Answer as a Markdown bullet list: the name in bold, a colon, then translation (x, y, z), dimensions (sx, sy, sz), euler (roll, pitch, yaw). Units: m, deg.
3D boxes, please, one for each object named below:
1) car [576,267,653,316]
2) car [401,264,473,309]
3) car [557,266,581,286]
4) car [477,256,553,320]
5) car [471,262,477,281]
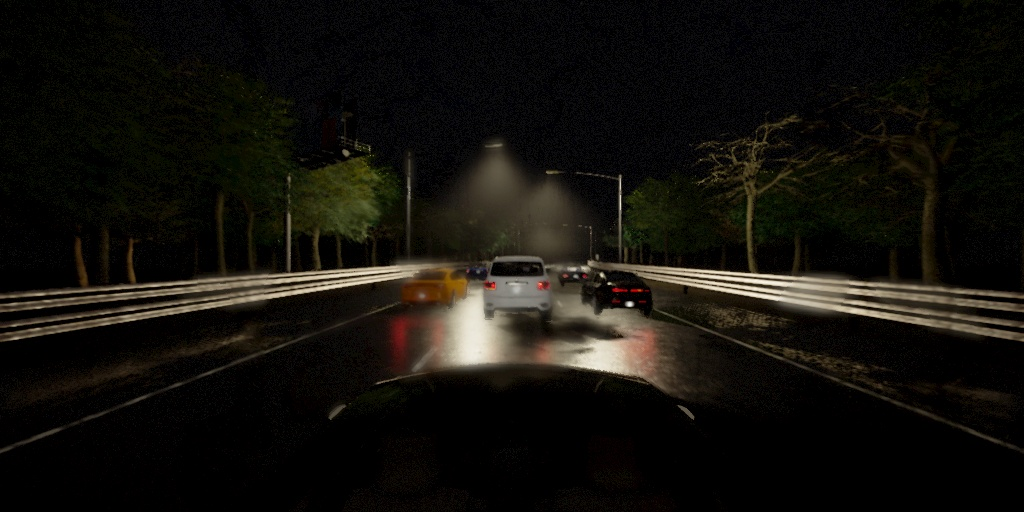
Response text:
- **car**: translation (3.799, 1.308, 13.658), dimensions (1.837, 1.490, 4.892), euler (0, -1, 3)
- **car**: translation (-3.124, 1.289, 15.401), dimensions (1.882, 1.535, 5.008), euler (0, 0, 3)
- **car**: translation (4.445, 1.417, 26.602), dimensions (2.033, 1.411, 5.357), euler (0, 0, 4)
- **car**: translation (0.261, 1.025, 13.002), dimensions (2.150, 2.045, 5.566), euler (0, 0, 3)
- **car**: translation (-2.365, 1.229, 29.088), dimensions (2.097, 1.767, 4.553), euler (0, 0, 5)
